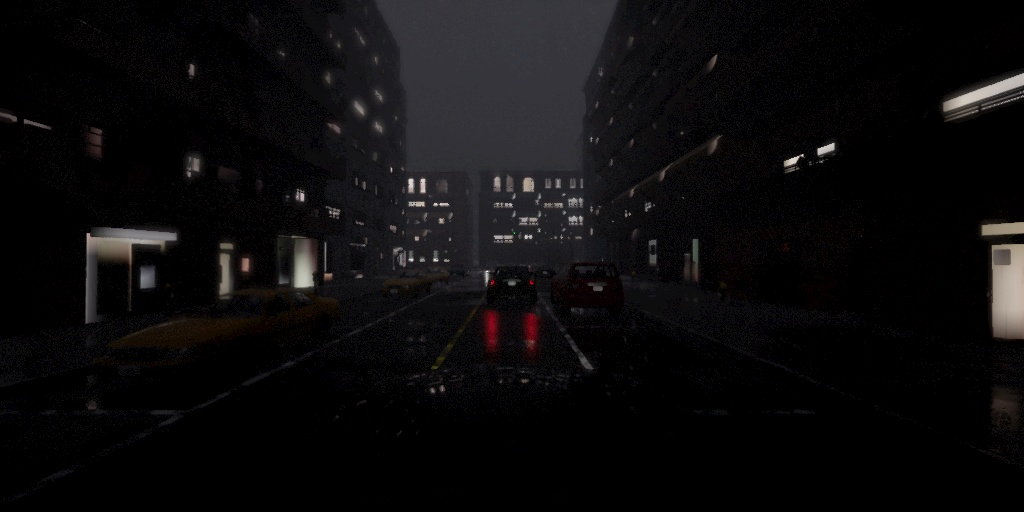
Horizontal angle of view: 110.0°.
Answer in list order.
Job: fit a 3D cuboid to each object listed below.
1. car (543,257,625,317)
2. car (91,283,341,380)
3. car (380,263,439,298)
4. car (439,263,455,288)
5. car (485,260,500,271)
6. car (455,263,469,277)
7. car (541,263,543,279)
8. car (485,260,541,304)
[{"bbox_3d":[2.566,1.066,13.145,2.192,1.841,5.009,0,0,0],"label":"car"},{"bbox_3d":[-5.320,1.274,7.385,1.751,1.417,4.829,0,0,0],"label":"car"},{"bbox_3d":[-5.304,1.281,18.512,1.751,1.417,4.829,0,0,0],"label":"car"},{"bbox_3d":[-5.295,1.287,24.076,1.751,1.417,4.829,0,0,0],"label":"car"},{"bbox_3d":[-2.750,1.372,51.774,1.812,1.442,4.674,0,0,0],"label":"car"},{"bbox_3d":[-5.281,1.344,35.375,1.948,1.339,4.313,0,0,0],"label":"car"},{"bbox_3d":[2.566,1.335,29.835,1.948,1.339,4.313,0,0,0],"label":"car"},{"bbox_3d":[0.000,1.121,16.471,2.097,1.767,4.553,0,0,0],"label":"car"}]
